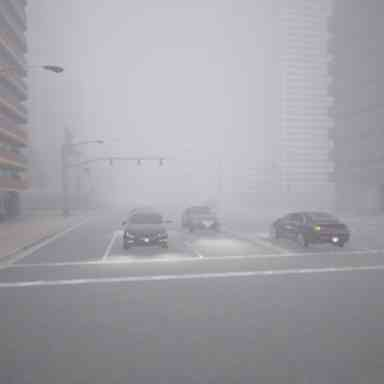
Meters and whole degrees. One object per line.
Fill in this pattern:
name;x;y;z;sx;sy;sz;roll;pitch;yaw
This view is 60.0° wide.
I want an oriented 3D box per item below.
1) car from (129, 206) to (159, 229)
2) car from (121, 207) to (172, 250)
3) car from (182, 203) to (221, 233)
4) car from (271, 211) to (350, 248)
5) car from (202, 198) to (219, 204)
car;-3.558;1.815;24.360;1.994;1.385;4.181;0;0;-10
car;-2.116;1.679;15.574;1.837;1.490;4.892;0;0;-8
car;0.500;1.693;21.355;2.128;1.511;4.902;0;0;-10
car;5.253;1.630;15.445;1.837;1.490;4.892;0;-1;-9
car;2.696;1.762;50.531;2.097;1.767;4.553;0;0;-9
